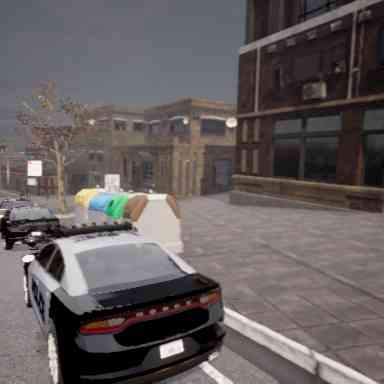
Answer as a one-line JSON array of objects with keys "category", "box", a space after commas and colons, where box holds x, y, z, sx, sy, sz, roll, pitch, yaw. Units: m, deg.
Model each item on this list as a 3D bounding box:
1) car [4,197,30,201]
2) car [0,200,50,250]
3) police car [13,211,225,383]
[{"category": "car", "box": [-9.994, 1.152, 18.990, 2.097, 1.767, 4.553, -2, 2, -32]}, {"category": "car", "box": [-6.822, 1.315, 13.903, 1.882, 1.535, 5.008, -2, 2, -32]}, {"category": "police car", "box": [-1.573, 1.322, 5.464, 1.930, 1.638, 5.238, -2, 2, -32]}]
